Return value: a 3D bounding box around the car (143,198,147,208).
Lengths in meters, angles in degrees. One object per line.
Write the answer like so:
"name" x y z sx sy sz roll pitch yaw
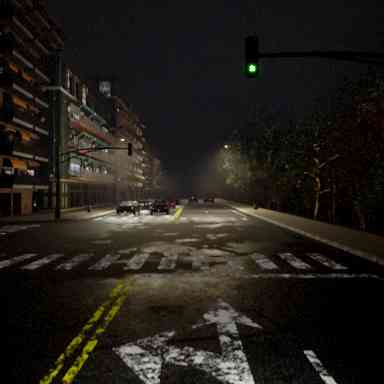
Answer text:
"car" -6.477 1.543 44.889 2.128 1.511 4.902 0 0 0

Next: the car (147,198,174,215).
"car" -3.253 1.542 34.925 1.837 1.490 4.892 0 0 0

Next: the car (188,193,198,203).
"car" 0.215 1.326 76.539 2.150 2.045 5.566 0 0 0

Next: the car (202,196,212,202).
"car" 3.464 1.571 76.453 2.033 1.411 5.357 0 0 0

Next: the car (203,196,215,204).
"car" 3.435 1.588 66.033 1.837 1.490 4.892 0 0 0

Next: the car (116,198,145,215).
"car" -6.510 1.638 34.584 1.895 1.301 4.718 0 0 0

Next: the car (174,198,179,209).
"car" -3.221 1.578 45.776 1.812 1.442 4.674 0 0 0

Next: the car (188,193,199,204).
"car" 0.286 1.575 66.449 2.128 1.511 4.902 0 0 0
